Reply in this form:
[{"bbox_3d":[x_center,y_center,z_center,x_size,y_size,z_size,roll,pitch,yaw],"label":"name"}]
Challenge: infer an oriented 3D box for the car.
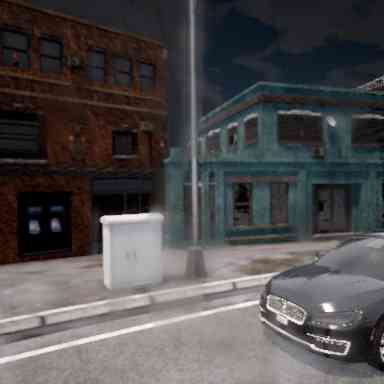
[{"bbox_3d":[3.404,1.463,5.517,4.892,1.490,1.837,0,0,-26],"label":"car"}]
